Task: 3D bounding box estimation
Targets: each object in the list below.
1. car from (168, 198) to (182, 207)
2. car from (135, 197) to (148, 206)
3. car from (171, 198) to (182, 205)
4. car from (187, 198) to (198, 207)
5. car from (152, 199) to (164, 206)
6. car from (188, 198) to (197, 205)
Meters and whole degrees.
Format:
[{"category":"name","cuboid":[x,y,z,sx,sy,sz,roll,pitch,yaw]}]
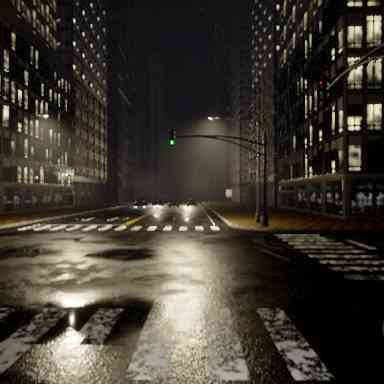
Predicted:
[{"category":"car","cuboid":[-3.215,1.960,59.452,2.033,1.411,5.357,0,-1,0]},{"category":"car","cuboid":[-9.712,1.806,64.072,2.097,1.767,4.553,0,-1,0]},{"category":"car","cuboid":[-3.209,1.891,69.871,1.994,1.385,4.181,0,-1,0]},{"category":"car","cuboid":[0.035,1.964,59.867,2.033,1.411,5.357,0,-1,0]},{"category":"car","cuboid":[-6.463,2.017,64.038,1.994,1.385,4.181,0,-1,0]},{"category":"car","cuboid":[0.042,1.954,70.315,1.895,1.301,4.718,0,-1,0]}]
